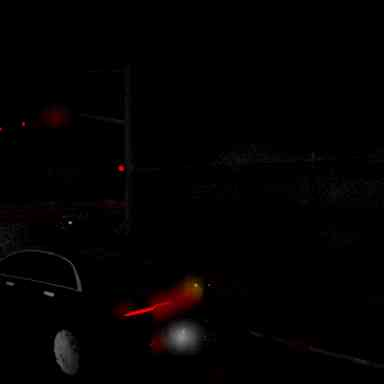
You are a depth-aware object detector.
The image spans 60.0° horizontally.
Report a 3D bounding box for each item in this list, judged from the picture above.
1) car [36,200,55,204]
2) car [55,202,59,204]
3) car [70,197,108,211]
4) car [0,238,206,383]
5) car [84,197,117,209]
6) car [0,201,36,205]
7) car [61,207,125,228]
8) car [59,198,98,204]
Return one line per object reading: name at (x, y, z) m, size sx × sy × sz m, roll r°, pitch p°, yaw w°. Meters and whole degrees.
car at (-18.435, 1.833, 37.567) m, size 1.895 × 1.301 × 4.718 m, roll 0°, pitch 0°, yaw 34°
car at (-19.032, 1.803, 42.964) m, size 2.033 × 1.411 × 5.357 m, roll 0°, pitch 0°, yaw 34°
car at (-13.727, 1.586, 44.609) m, size 2.097 × 1.767 × 4.553 m, roll 0°, pitch 0°, yaw 34°
car at (-2.077, 1.535, 5.494) m, size 4.892 × 1.490 × 1.837 m, roll -1°, pitch 0°, yaw 36°
car at (-13.847, 1.609, 50.637) m, size 2.097 × 1.767 × 4.553 m, roll 0°, pitch 0°, yaw 34°
car at (-18.070, 1.687, 31.817) m, size 1.882 × 1.535 × 5.008 m, roll 0°, pitch 0°, yaw 34°
car at (-6.728, 1.722, 23.710) m, size 1.895 × 1.301 × 4.718 m, roll 0°, pitch 0°, yaw 35°
car at (-12.807, 1.716, 39.702) m, size 1.837 × 1.490 × 4.892 m, roll 0°, pitch 0°, yaw 34°
